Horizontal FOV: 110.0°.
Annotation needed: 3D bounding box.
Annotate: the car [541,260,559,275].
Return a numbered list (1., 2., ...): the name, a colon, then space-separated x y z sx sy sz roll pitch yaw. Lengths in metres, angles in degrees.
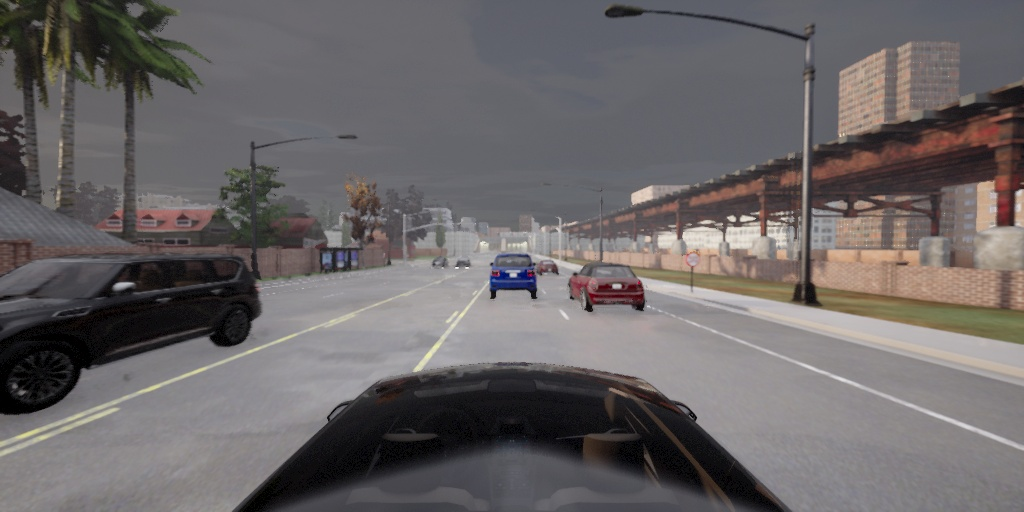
1. car: 3.500 1.093 35.642 1.812 1.442 4.674 0 0 0

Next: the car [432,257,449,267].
1. car: -10.656 0.876 53.472 2.128 1.511 4.902 0 1 0

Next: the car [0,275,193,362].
1. car: -10.616 1.283 8.095 2.033 1.411 5.357 0 0 0

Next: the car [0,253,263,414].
1. car: -7.111 0.960 6.363 2.150 2.045 5.566 0 0 0

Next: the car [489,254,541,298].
1. car: 0.054 0.900 18.022 2.150 2.045 5.566 0 0 0

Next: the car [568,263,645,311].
1. car: 3.561 1.043 14.300 2.097 1.767 4.553 0 0 0

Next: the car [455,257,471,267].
1. car: -7.156 0.890 53.478 1.812 1.442 4.674 0 1 0
